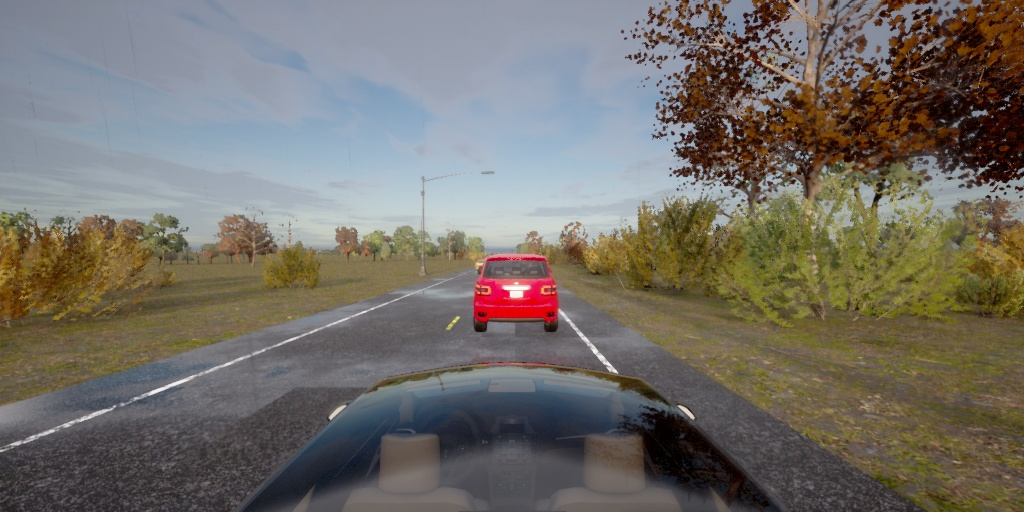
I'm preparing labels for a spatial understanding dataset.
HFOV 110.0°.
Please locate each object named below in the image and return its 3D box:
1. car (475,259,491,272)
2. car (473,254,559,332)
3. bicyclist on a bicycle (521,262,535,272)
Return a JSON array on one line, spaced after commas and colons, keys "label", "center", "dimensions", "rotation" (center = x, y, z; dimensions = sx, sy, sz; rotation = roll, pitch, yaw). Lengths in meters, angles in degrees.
[{"label": "car", "center": [-3.785, 1.210, 47.517], "dimensions": [1.882, 1.535, 5.008], "rotation": [0, 0, 0]}, {"label": "car", "center": [0.093, 0.967, 10.952], "dimensions": [2.150, 2.045, 5.566], "rotation": [0, 0, 0]}, {"label": "bicyclist on a bicycle", "center": [0.944, 1.113, 18.658], "dimensions": [0.659, 1.776, 1.843], "rotation": [0, 0, 0]}]
